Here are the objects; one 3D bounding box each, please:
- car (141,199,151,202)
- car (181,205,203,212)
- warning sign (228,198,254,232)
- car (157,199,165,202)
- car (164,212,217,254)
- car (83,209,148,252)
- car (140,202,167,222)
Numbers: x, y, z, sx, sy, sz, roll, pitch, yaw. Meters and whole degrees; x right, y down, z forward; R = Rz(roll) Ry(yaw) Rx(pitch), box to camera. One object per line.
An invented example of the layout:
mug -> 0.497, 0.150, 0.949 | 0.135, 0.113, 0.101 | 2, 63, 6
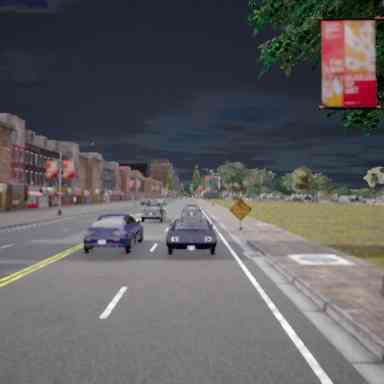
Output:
car -> -9.854, 2.278, 70.979 | 2.033, 1.411, 5.357 | 0, -1, 0
car -> -0.042, 1.832, 29.004 | 2.033, 1.411, 5.357 | 0, -1, 0
warning sign -> 2.807, 1.301, 19.223 | 1.300, 1.860, 1.060 | -1, -1, 0
car -> -6.604, 2.262, 70.983 | 1.812, 1.442, 4.674 | 0, -1, 0
car -> -0.019, 1.737, 14.117 | 1.895, 1.301, 4.718 | 0, -1, 0
car -> -3.267, 1.664, 14.375 | 1.812, 1.442, 4.674 | 0, 0, 0
car -> -3.292, 1.833, 28.998 | 2.033, 1.411, 5.357 | 0, -1, 0
